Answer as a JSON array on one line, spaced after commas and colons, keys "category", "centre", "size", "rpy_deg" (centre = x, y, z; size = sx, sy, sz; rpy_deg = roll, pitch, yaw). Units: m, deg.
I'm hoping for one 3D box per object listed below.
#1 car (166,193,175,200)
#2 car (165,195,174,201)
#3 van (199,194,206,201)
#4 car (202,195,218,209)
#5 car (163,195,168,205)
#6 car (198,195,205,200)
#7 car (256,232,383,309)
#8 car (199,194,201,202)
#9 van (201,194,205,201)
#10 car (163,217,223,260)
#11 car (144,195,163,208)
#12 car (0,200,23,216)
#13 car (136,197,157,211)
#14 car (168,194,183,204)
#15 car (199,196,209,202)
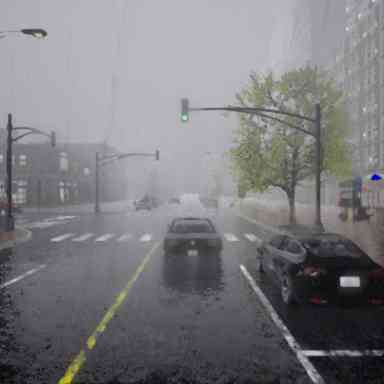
[{"category": "car", "centre": [-5.728, 1.263, 90.172], "size": [2.192, 1.841, 5.009], "rpy_deg": [0, 0, 0]}, {"category": "car", "centre": [-5.726, 1.501, 84.621], "size": [2.008, 1.369, 4.403], "rpy_deg": [0, 0, 0]}, {"category": "van", "centre": [2.656, 1.292, 84.628], "size": [1.690, 1.788, 3.998], "rpy_deg": [0, 0, 0]}, {"category": "car", "centre": [2.672, 1.498, 45.940], "size": [1.752, 1.417, 4.829], "rpy_deg": [0, 0, 0]}, {"category": "car", "centre": [-5.713, 1.517, 56.867], "size": [2.008, 1.369, 4.403], "rpy_deg": [0, 0, 0]}, {"category": "car", "centre": [2.653, 1.474, 90.349], "size": [1.752, 1.417, 4.829], "rpy_deg": [0, 0, 0]}, {"category": "car", "centre": [2.690, 1.561, 7.741], "size": [1.947, 1.339, 4.313], "rpy_deg": [0, 0, 0]}, {"category": "car", "centre": [2.664, 1.514, 62.424], "size": [2.008, 1.369, 4.403], "rpy_deg": [0, 0, 0]}, {"category": "van", "centre": [2.671, 1.310, 51.322], "size": [1.690, 1.788, 3.998], "rpy_deg": [0, 0, 0]}, {"category": "car", "centre": [-0.048, 1.593, 12.481], "size": [1.895, 1.301, 4.718], "rpy_deg": [0, 0, -2]}, {"category": "car", "centre": [-5.707, 1.287, 45.764], "size": [2.192, 1.841, 5.009], "rpy_deg": [0, 0, 0]}, {"category": "car", "centre": [-17.282, 1.351, 29.211], "size": [4.507, 1.381, 1.887], "rpy_deg": [1, -1, -1]}, {"category": "car", "centre": [-5.705, 1.557, 40.213], "size": [1.802, 1.307, 4.206], "rpy_deg": [0, 0, 0]}, {"category": "car", "centre": [-3.075, 1.528, 59.994], "size": [1.994, 1.385, 4.181], "rpy_deg": [0, 0, 1]}, {"category": "car", "centre": [2.660, 1.523, 73.526], "size": [1.947, 1.339, 4.313], "rpy_deg": [0, 0, 0]}]
